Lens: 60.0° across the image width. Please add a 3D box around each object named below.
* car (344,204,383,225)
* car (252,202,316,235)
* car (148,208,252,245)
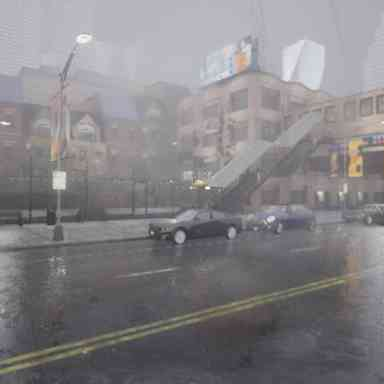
[{"bbox_3d":[14.202,1.734,26.288,4.892,1.521,2.231,1,0,-26],"label":"car"},{"bbox_3d":[5.410,1.505,20.060,4.553,1.767,2.185,1,0,-36],"label":"car"},{"bbox_3d":[0.260,1.570,16.215,5.008,1.535,2.097,1,0,-36],"label":"car"}]
